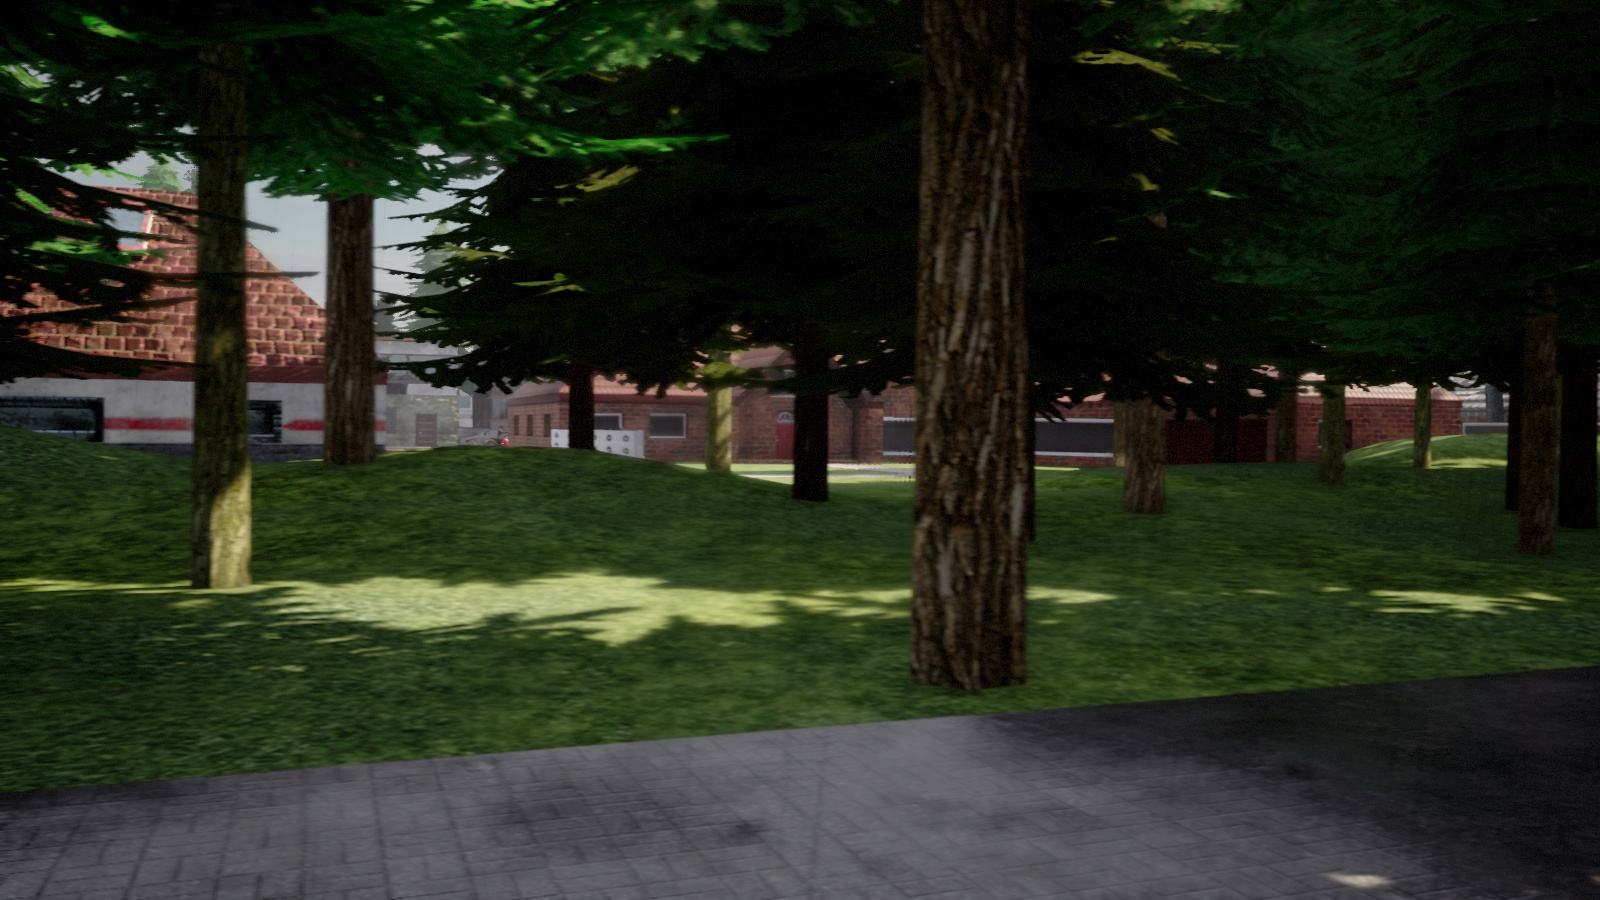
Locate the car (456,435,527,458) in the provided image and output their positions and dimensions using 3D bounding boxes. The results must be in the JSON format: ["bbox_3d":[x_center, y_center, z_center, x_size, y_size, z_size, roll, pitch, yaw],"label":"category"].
[{"bbox_3d":[-19.651,-0.226,79.934,4.181,1.385,1.994,-1,1,-21],"label":"car"}]
